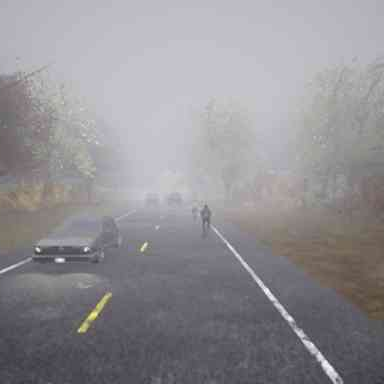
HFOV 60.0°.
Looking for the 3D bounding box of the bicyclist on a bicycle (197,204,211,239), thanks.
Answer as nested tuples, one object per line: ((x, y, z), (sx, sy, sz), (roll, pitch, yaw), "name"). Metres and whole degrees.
((0.674, 1.433, 15.840), (0.582, 1.620, 1.656), (0, 0, -2), "bicyclist on a bicycle")

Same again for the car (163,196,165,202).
((-5.286, 1.296, 73.843), (1.882, 1.535, 5.008), (0, 0, -8), "car")

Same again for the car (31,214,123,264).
((-3.781, 1.537, 12.046), (2.033, 1.411, 5.357), (0, 0, -2), "car")

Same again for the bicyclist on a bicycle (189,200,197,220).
((0.220, 1.401, 26.101), (0.866, 1.612, 1.509), (0, 0, -3), "bicyclist on a bicycle")

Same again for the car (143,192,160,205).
((-6.550, 1.111, 55.055), (2.150, 2.045, 5.566), (0, 0, -5), "car")

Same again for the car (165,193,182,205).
((-2.920, 1.110, 55.382), (2.150, 2.045, 5.566), (0, 0, -6), "car")
